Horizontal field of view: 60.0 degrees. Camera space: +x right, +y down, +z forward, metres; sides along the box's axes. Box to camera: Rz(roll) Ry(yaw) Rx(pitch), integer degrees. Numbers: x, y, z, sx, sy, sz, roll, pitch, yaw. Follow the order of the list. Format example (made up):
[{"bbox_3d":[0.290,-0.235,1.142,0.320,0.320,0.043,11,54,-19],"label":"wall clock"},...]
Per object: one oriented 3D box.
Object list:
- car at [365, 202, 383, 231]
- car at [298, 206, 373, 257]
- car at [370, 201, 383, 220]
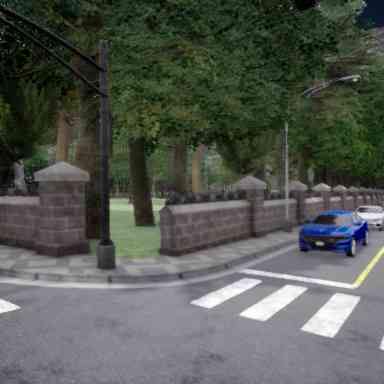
[{"bbox_3d":[11.479,1.609,21.519,1.812,1.442,4.674,0,0,35],"label":"car"},{"bbox_3d":[5.861,1.524,13.556,1.882,1.535,5.008,0,0,35],"label":"car"},{"bbox_3d":[17.467,1.605,29.997,1.882,1.535,5.008,0,0,36],"label":"car"}]
